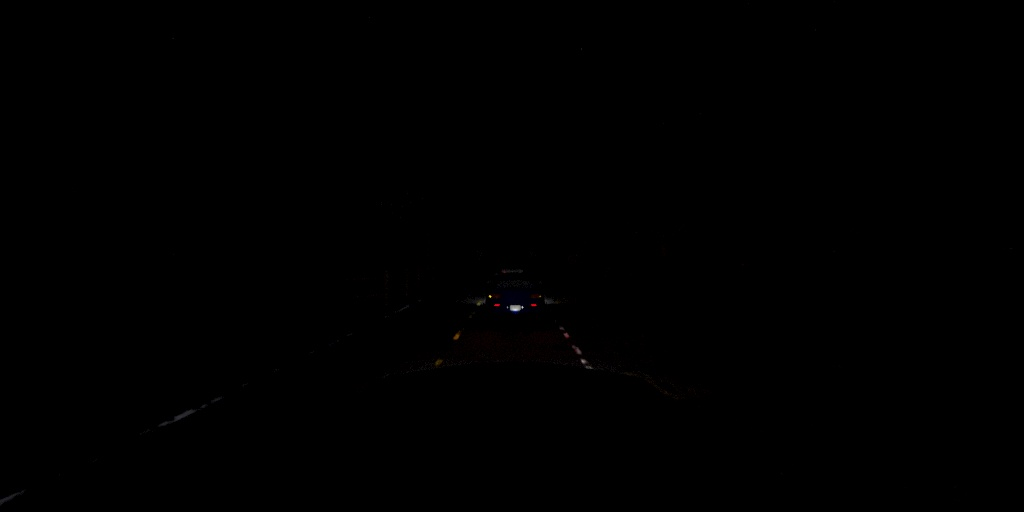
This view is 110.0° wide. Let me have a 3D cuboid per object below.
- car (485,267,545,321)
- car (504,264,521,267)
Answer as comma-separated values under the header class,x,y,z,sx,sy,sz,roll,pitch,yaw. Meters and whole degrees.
class,x,y,z,sx,sy,sz,roll,pitch,yaw
car,0.090,1.284,12.315,1.812,1.442,4.674,0,0,0
car,0.036,1.366,31.872,1.895,1.301,4.718,0,0,0
